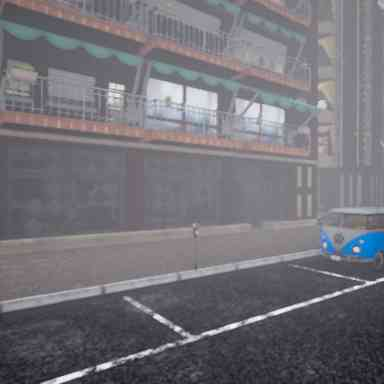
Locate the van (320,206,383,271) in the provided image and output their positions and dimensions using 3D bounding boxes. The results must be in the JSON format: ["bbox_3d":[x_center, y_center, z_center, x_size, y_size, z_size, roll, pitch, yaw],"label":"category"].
[{"bbox_3d":[5.812,1.365,10.700,3.998,1.788,1.690,0,0,-36],"label":"van"}]
